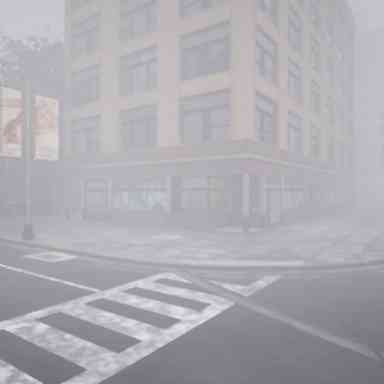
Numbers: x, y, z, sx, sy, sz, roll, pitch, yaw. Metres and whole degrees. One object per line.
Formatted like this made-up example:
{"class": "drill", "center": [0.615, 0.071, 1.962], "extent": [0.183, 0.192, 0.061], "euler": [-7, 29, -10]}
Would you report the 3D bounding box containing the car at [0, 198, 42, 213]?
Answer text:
{"class": "car", "center": [-19.146, 1.471, 37.339], "extent": [1.882, 1.535, 5.008], "euler": [0, 0, 35]}
